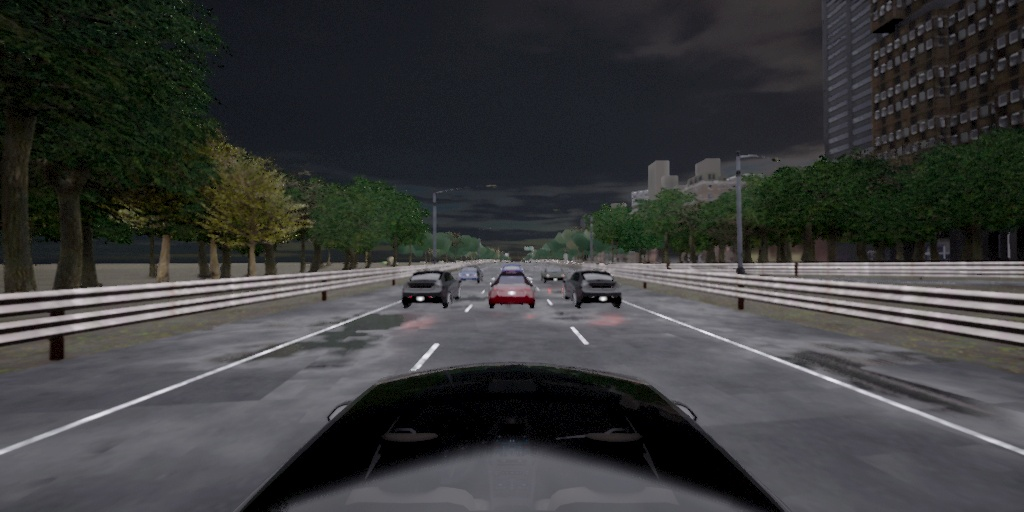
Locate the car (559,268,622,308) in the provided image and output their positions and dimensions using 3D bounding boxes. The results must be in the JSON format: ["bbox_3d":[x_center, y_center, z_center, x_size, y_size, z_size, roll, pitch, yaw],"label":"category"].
[{"bbox_3d":[3.500,1.395,16.155,1.837,1.490,4.892,0,0,0],"label":"car"}]

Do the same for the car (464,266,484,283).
[{"bbox_3d":[-3.508,1.568,30.837,2.033,1.411,5.357,0,0,0],"label":"car"}]

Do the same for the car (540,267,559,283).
[{"bbox_3d":[3.493,1.622,30.957,1.895,1.301,4.718,0,0,0],"label":"car"}]

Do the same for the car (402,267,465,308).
[{"bbox_3d":[-3.500,1.395,16.155,1.837,1.490,4.892,0,0,0],"label":"car"}]

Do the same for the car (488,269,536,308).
[{"bbox_3d":[0.001,1.451,16.150,1.994,1.385,4.181,0,-1,0],"label":"car"}]

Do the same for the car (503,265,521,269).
[{"bbox_3d":[-0.002,1.502,31.324,1.882,1.535,5.008,0,0,0],"label":"car"}]
